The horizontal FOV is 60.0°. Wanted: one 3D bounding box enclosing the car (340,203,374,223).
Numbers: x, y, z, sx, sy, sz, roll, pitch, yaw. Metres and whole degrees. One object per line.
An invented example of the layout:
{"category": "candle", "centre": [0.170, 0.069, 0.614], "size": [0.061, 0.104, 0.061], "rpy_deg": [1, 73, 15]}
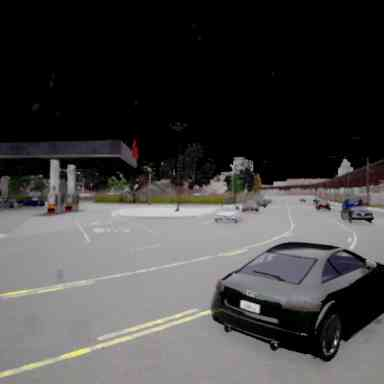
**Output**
{"category": "car", "centre": [14.791, 1.984, 30.004], "size": [2.033, 1.411, 5.357], "rpy_deg": [0, -1, 14]}

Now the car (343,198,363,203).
{"category": "car", "centre": [23.560, 1.929, 48.718], "size": [2.150, 2.045, 5.566], "rpy_deg": [0, -1, 16]}

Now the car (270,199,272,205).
{"category": "car", "centre": [16.454, 2.464, 75.686], "size": [1.882, 1.535, 5.008], "rpy_deg": [0, -1, 16]}

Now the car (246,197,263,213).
{"category": "car", "centre": [8.477, 1.959, 47.427], "size": [2.097, 1.767, 4.553], "rpy_deg": [0, -1, 16]}

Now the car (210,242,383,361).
{"category": "car", "centre": [2.275, 1.651, 6.209], "size": [4.181, 1.385, 1.994], "rpy_deg": [1, -1, -44]}

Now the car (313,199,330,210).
{"category": "car", "centre": [22.012, 2.137, 56.172], "size": [2.097, 1.767, 4.553], "rpy_deg": [0, -1, 16]}

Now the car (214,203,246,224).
{"category": "car", "centre": [3.257, 1.887, 28.965], "size": [1.812, 1.442, 4.674], "rpy_deg": [0, -1, 17]}

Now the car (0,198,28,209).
{"category": "car", "centre": [-29.259, 1.931, 53.701], "size": [3.806, 1.475, 1.970], "rpy_deg": [0, -1, 16]}

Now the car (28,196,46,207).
{"category": "car", "centre": [-28.469, 1.843, 59.444], "size": [4.611, 1.667, 2.242], "rpy_deg": [0, -1, 16]}

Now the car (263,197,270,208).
{"category": "car", "centre": [13.209, 2.052, 64.132], "size": [2.150, 2.045, 5.566], "rpy_deg": [0, -1, 16]}
